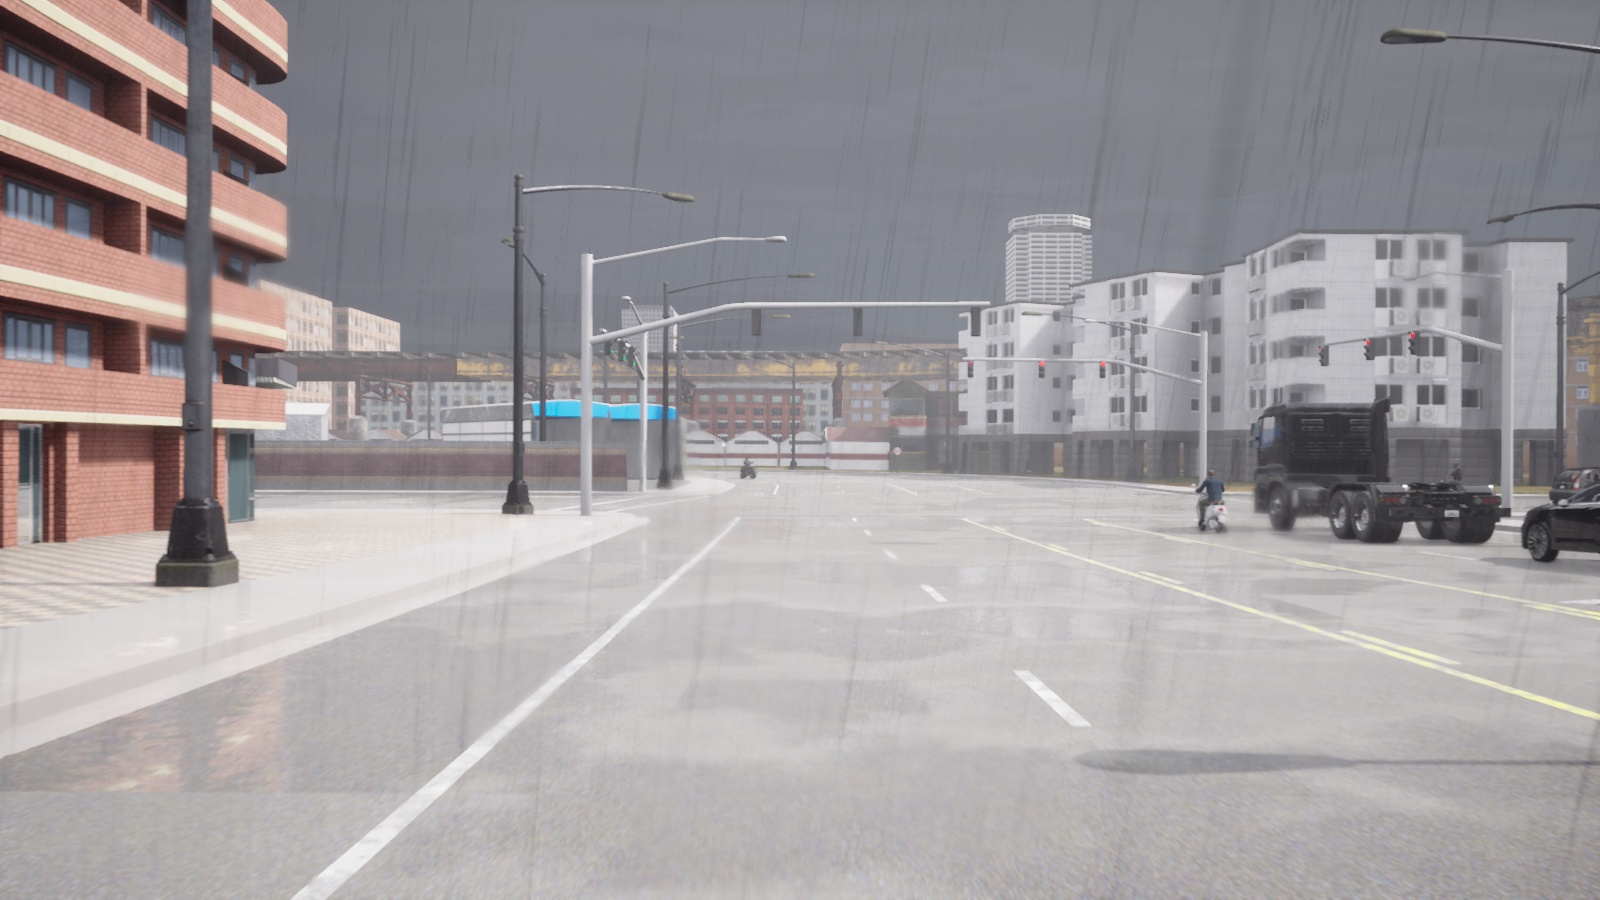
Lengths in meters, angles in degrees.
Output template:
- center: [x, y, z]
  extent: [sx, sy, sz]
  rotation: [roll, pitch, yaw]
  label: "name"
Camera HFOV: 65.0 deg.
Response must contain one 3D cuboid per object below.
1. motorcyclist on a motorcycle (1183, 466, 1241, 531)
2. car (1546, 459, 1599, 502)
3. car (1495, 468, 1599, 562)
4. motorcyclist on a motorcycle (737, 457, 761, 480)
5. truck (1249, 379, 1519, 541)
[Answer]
- center: [10.424, 1.216, 31.853]
  extent: [0.866, 1.590, 1.817]
  rotation: [0, -1, 0]
  label: "motorcyclist on a motorcycle"
- center: [31.633, 1.183, 48.975]
  extent: [3.988, 1.617, 1.851]
  rotation: [0, 0, -1]
  label: "car"
- center: [13.951, 1.059, 20.803]
  extent: [2.128, 1.511, 4.902]
  rotation: [0, -1, 0]
  label: "car"
- center: [-3.686, 1.329, 90.856]
  extent: [0.766, 1.649, 2.350]
  rotation: [-1, 0, -27]
  label: "motorcyclist on a motorcycle"
- center: [13.922, 0.259, 30.853]
  extent: [2.891, 3.462, 7.936]
  rotation: [0, -1, 0]
  label: "truck"
